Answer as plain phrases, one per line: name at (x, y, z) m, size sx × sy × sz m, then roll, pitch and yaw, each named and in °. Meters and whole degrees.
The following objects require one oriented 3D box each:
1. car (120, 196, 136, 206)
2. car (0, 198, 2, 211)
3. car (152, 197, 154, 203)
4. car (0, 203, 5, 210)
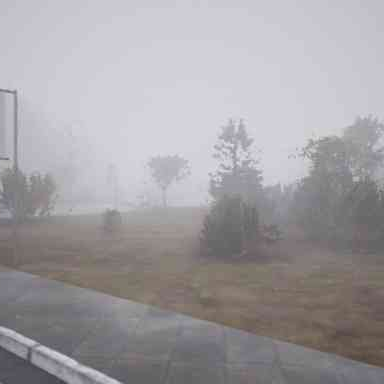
car at (-9.000, 1.411, 51.357) m, size 1.812 × 1.442 × 4.674 m, roll 0°, pitch 1°, yaw 39°
car at (-24.503, 1.482, 37.521) m, size 2.128 × 1.511 × 4.902 m, roll 0°, pitch 0°, yaw 39°
car at (-8.209, 1.353, 57.943) m, size 2.033 × 1.411 × 5.357 m, roll 0°, pitch 1°, yaw 39°
car at (-22.192, 1.517, 34.806) m, size 1.812 × 1.442 × 4.674 m, roll 0°, pitch 0°, yaw 39°
